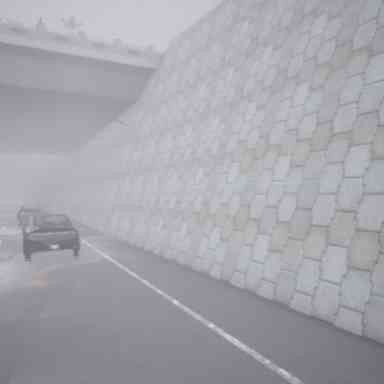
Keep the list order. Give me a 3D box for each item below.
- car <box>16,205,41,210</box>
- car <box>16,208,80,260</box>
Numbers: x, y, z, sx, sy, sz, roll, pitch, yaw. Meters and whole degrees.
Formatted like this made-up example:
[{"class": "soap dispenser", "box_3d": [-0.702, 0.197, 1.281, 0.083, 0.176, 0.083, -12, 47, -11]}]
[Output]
[{"class": "car", "box_3d": [-12.778, 1.758, 26.408, 2.128, 1.511, 4.902, 0, 0, -28]}, {"class": "car", "box_3d": [-5.694, 1.618, 13.190, 2.128, 1.511, 4.902, 0, 0, -28]}]
